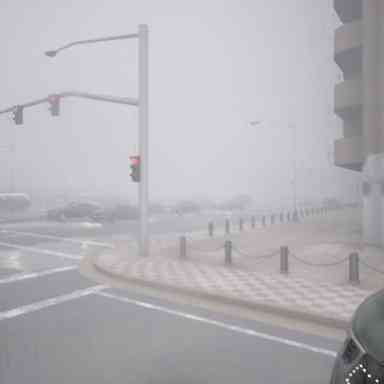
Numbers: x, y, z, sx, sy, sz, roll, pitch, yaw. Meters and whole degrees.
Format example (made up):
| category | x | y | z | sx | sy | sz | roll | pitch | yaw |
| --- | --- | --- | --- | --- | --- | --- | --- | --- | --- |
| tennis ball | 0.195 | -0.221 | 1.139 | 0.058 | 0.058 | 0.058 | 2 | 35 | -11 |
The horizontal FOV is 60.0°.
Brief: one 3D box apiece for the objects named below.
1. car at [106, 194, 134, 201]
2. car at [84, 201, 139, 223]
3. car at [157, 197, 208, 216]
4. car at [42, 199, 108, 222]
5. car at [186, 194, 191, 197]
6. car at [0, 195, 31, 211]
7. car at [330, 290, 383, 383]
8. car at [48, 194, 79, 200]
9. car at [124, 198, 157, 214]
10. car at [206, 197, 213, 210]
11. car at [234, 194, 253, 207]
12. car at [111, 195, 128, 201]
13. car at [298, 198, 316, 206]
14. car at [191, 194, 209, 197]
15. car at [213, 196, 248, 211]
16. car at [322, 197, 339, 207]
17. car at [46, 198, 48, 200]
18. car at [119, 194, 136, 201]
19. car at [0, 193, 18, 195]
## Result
| category | x | y | z | sx | sy | sz | roll | pitch | yaw |
| --- | --- | --- | --- | --- | --- | --- | --- | --- | --- |
| car | -12.298 | 1.527 | 57.485 | 1.970 | 1.475 | 3.806 | 0 | 0 | 36 |
| car | -6.055 | 1.655 | 26.560 | 1.994 | 1.385 | 4.181 | 0 | 0 | 36 |
| car | -0.880 | 1.580 | 33.764 | 2.128 | 1.511 | 4.902 | 0 | 0 | 36 |
| car | -9.782 | 1.590 | 27.370 | 2.128 | 1.511 | 4.902 | 0 | 0 | 36 |
| car | 0.131 | 1.277 | 70.052 | 1.905 | 1.878 | 3.866 | 0 | 0 | 36 |
| car | -25.823 | 1.542 | 48.630 | 1.970 | 1.475 | 3.806 | 0 | 0 | 36 |
| car | 3.580 | 1.218 | 1.415 | 5.566 | 2.045 | 2.150 | 0 | 0 | 36 |
| car | -26.042 | 1.318 | 67.317 | 1.932 | 1.855 | 4.605 | 0 | 0 | 36 |
| car | -4.610 | 1.660 | 34.569 | 1.994 | 1.385 | 4.181 | 0 | 0 | 36 |
| car | 1.224 | 1.694 | 42.682 | 1.895 | 1.301 | 4.718 | 0 | 0 | 36 |
| car | 7.474 | 1.312 | 51.313 | 2.150 | 2.045 | 5.566 | 0 | 0 | 33 |
| car | -18.129 | 1.561 | 83.229 | 1.970 | 1.475 | 3.806 | 0 | 0 | 36 |
| car | 19.103 | 1.638 | 55.250 | 1.994 | 1.385 | 4.181 | 0 | 0 | 36 |
| car | 2.445 | 1.269 | 68.311 | 1.932 | 1.855 | 4.605 | 0 | 0 | 36 |
| car | 4.893 | 1.612 | 41.777 | 1.812 | 1.442 | 4.674 | 0 | 0 | 35 |
| car | 22.631 | 1.567 | 54.164 | 1.837 | 1.490 | 4.892 | 0 | -1 | 36 |
| car | -28.351 | 1.534 | 69.066 | 1.784 | 1.438 | 3.905 | 0 | 0 | 36 |
| car | -15.790 | 1.316 | 81.524 | 1.905 | 1.878 | 3.866 | 0 | 0 | 36 |
| car | -30.373 | 1.311 | 51.860 | 1.932 | 1.855 | 4.605 | 0 | 0 | 36 |
